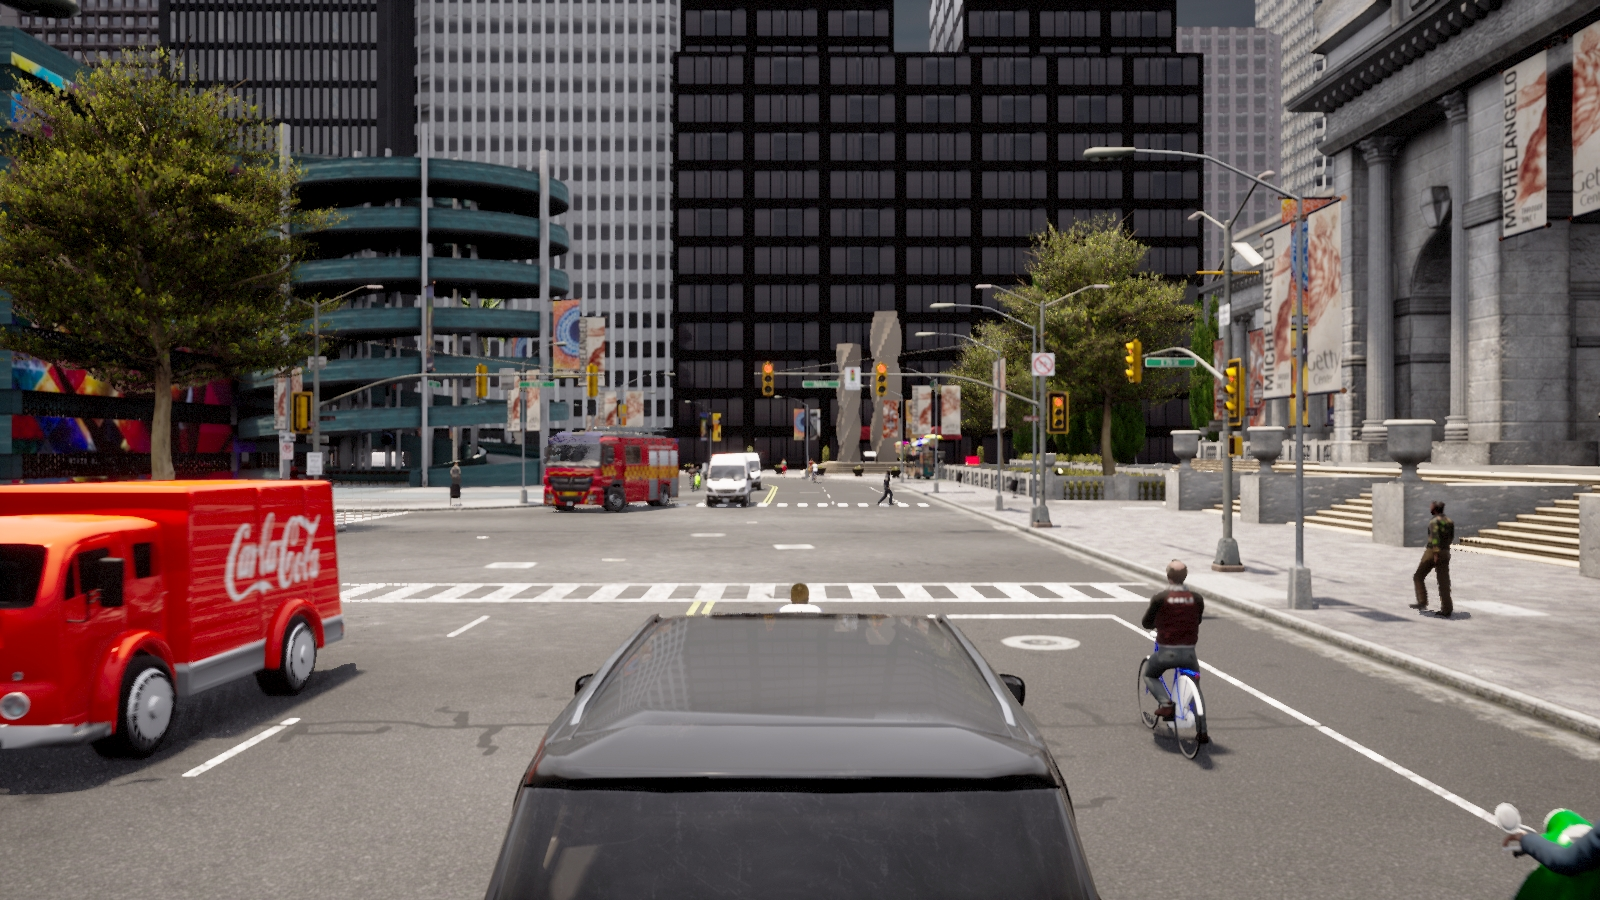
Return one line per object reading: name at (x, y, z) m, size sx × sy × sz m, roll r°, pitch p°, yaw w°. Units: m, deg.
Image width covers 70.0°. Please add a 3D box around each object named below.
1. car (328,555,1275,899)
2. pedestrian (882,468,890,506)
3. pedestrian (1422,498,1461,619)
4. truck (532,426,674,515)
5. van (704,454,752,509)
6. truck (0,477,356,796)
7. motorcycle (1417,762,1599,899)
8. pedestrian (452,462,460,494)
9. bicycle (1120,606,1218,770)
car at (0.021, 1.777, 5.375) m, size 2.150 × 2.045 × 5.566 m, roll 0°, pitch 0°, yaw 0°
pedestrian at (4.282, 1.826, 56.699) m, size 0.375 × 1.860 × 0.375 m, roll 0°, pitch 0°, yaw 6°
pedestrian at (10.074, 1.689, 17.942) m, size 0.375 × 1.860 × 0.375 m, roll 0°, pitch 0°, yaw -19°
truck at (-8.978, 0.869, 53.393) m, size 2.891 × 3.827 × 8.468 m, roll 0°, pitch 0°, yaw 18°
van at (-3.521, 1.512, 56.866) m, size 1.988 × 2.561 × 5.915 m, roll 0°, pitch 0°, yaw 0°
truck at (-6.942, 1.565, 11.838) m, size 2.627 × 2.467 × 5.204 m, roll 0°, pitch 0°, yaw 1°
motorcycle at (3.509, 2.179, 4.803) m, size 0.856 × 1.236 × 1.805 m, roll 0°, pitch 0°, yaw 0°
pedestrian at (-20.368, 1.670, 67.590) m, size 0.375 × 1.860 × 0.375 m, roll 0°, pitch 0°, yaw 0°
bicycle at (3.482, 2.205, 10.903) m, size 0.329 × 1.171 × 1.835 m, roll 0°, pitch 0°, yaw 0°
